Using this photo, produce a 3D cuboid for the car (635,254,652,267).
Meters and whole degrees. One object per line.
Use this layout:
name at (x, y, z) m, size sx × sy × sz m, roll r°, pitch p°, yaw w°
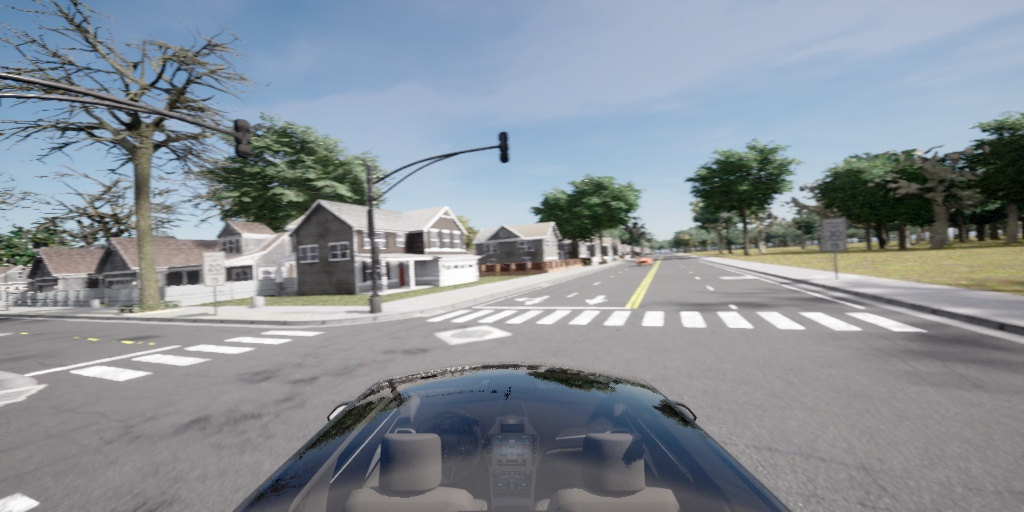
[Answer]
car at (19.053, 0.567, 51.877) m, size 2.097 × 1.767 × 4.553 m, roll -3°, pitch -1°, yaw 23°
